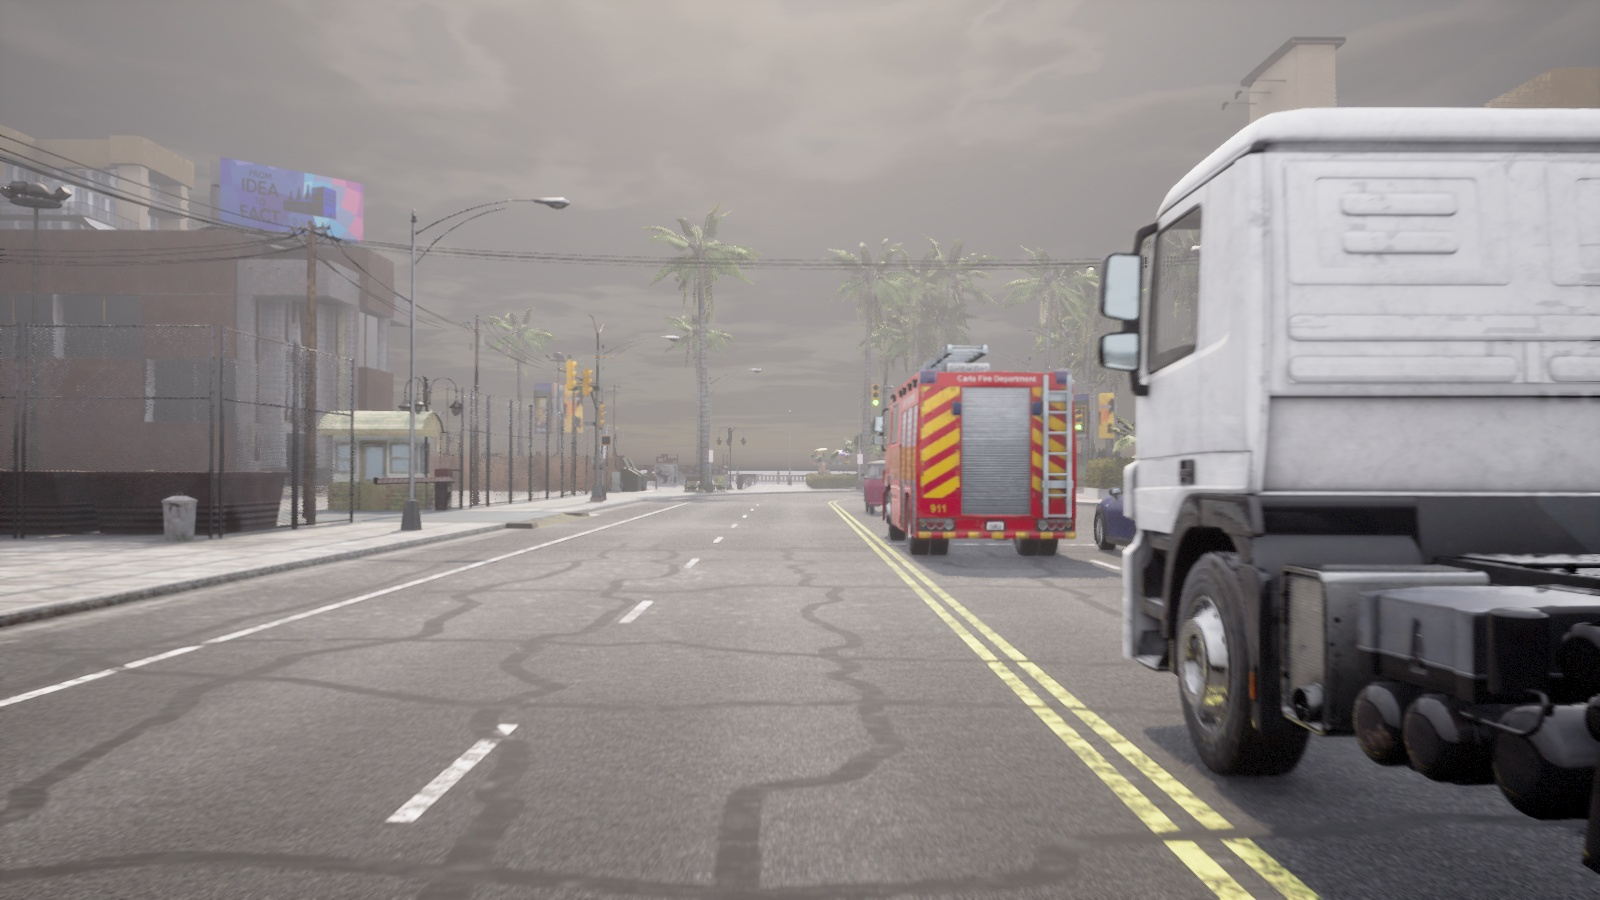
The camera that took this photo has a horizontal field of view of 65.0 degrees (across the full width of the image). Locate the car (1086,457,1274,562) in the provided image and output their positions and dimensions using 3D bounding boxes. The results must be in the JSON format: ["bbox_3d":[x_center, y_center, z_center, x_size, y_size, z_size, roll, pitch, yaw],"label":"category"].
[{"bbox_3d":[6.925,1.038,23.454,2.097,1.767,4.553,0,-1,0],"label":"car"}]

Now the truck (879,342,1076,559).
[{"bbox_3d":[3.412,0.080,26.496,2.891,3.827,8.468,0,-1,0],"label":"truck"}]

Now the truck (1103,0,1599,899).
[{"bbox_3d":[3.483,-0.108,4.382,2.891,3.462,7.936,0,-1,0],"label":"truck"}]

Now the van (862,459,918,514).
[{"bbox_3d":[3.349,1.349,47.511,1.775,1.987,4.442,0,-1,0],"label":"van"}]
